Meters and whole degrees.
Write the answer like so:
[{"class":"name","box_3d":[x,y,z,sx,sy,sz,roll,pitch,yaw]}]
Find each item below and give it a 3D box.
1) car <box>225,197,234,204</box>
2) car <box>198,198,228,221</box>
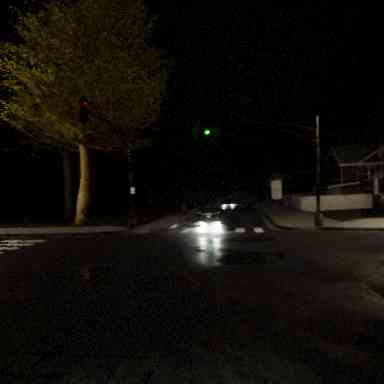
[{"class":"car","box_3d":[6.880,1.572,62.643,1.895,1.301,4.718,-2,0,9]},{"class":"car","box_3d":[1.632,1.584,28.023,2.128,1.511,4.902,-2,1,9]}]
